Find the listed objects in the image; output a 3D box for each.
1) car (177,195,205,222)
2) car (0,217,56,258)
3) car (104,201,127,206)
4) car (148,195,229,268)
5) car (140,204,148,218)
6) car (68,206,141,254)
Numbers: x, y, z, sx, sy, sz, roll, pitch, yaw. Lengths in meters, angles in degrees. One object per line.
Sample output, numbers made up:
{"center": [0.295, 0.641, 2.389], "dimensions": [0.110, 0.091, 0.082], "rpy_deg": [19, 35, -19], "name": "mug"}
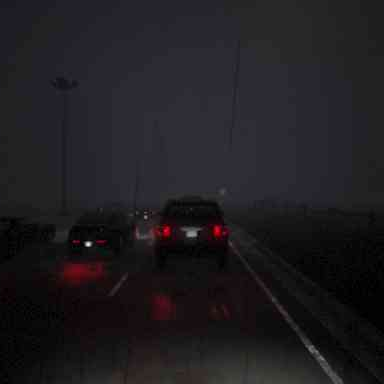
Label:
{"center": [-0.055, 1.275, 27.963], "dimensions": [2.150, 2.045, 5.566], "rpy_deg": [0, 0, 0], "name": "car"}
{"center": [-6.993, 1.623, 12.792], "dimensions": [1.895, 1.301, 4.718], "rpy_deg": [0, 0, 0], "name": "car"}
{"center": [-7.043, 1.580, 30.229], "dimensions": [1.812, 1.442, 4.674], "rpy_deg": [0, 0, 0], "name": "car"}
{"center": [0.004, 1.240, 11.573], "dimensions": [2.150, 2.045, 5.566], "rpy_deg": [0, 0, 0], "name": "car"}
{"center": [-3.556, 1.651, 27.807], "dimensions": [1.895, 1.301, 4.718], "rpy_deg": [0, 0, 0], "name": "car"}
{"center": [-3.491, 1.528, 13.642], "dimensions": [1.837, 1.490, 4.892], "rpy_deg": [0, -1, 0], "name": "car"}
